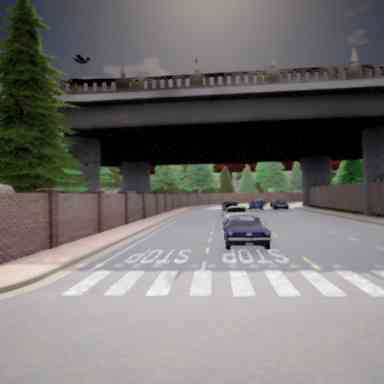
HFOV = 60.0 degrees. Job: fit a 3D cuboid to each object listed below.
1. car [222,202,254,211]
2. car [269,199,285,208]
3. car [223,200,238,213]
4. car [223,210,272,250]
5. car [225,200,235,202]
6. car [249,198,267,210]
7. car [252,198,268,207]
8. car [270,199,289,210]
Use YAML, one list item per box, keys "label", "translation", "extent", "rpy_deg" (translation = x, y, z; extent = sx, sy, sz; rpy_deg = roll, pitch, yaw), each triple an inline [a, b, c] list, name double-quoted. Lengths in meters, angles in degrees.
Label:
- label: "car"
  translation: [3.269, 1.748, 24.506]
  extent: [1.812, 1.442, 4.674]
  rpy_deg: [-1, 0, 5]
- label: "car"
  translation: [14.527, 1.876, 56.592]
  extent: [1.994, 1.385, 4.181]
  rpy_deg: [-1, -1, 22]
- label: "car"
  translation: [5.158, 1.877, 44.630]
  extent: [1.837, 1.490, 4.892]
  rpy_deg: [-1, -1, 6]
- label: "car"
  translation: [2.445, 1.754, 15.268]
  extent: [1.895, 1.301, 4.718]
  rpy_deg: [-1, -1, 5]
- label: "car"
  translation: [4.155, 1.801, 34.335]
  extent: [1.837, 1.490, 4.892]
  rpy_deg: [-1, -1, 5]
- label: "car"
  translation: [9.185, 1.852, 47.632]
  extent: [1.812, 1.442, 4.674]
  rpy_deg: [-1, -1, 7]
- label: "car"
  translation: [12.253, 1.859, 59.721]
  extent: [1.882, 1.535, 5.008]
  rpy_deg: [-1, -1, 21]
- label: "car"
  translation: [12.642, 1.826, 47.415]
  extent: [1.994, 1.385, 4.181]
  rpy_deg: [-1, -1, 8]
